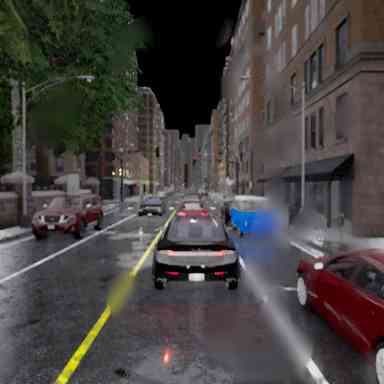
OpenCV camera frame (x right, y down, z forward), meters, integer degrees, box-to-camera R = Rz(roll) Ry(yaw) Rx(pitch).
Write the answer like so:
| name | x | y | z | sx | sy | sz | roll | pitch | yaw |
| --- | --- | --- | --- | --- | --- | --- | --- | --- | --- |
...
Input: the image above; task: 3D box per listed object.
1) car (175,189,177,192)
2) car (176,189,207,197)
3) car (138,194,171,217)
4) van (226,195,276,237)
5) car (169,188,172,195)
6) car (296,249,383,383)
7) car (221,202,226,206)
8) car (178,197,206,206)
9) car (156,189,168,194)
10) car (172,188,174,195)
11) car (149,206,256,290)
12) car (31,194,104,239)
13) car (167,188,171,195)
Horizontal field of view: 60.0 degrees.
| name | x | y | z | sx | sy | sz | roll | pitch | yaw |
| --- | --- | --- | --- | --- | --- | --- | --- | --- | --- |
| car | -5.815 | 0.134 | 86.875 | 2.008 | 1.369 | 4.403 | 0 | 1 | 0 |
| car | 0.001 | 0.899 | 27.896 | 2.097 | 1.767 | 4.553 | 0 | 1 | 2 |
| car | -3.044 | 1.186 | 26.444 | 2.033 | 1.411 | 5.357 | 0 | 1 | 0 |
| van | 2.828 | 1.083 | 15.993 | 1.690 | 1.788 | 3.998 | 0 | 1 | 0 |
| car | -5.787 | 0.387 | 70.525 | 1.887 | 1.381 | 4.507 | 0 | 1 | 0 |
| car | 2.847 | 1.469 | 4.677 | 1.887 | 1.381 | 4.507 | 0 | 1 | 0 |
| car | 2.819 | 1.216 | 21.656 | 1.947 | 1.339 | 4.313 | 0 | 1 | 0 |
| car | 0.071 | 1.220 | 18.942 | 1.812 | 1.442 | 4.674 | 0 | 1 | 0 |
| car | -5.769 | 0.547 | 59.454 | 1.752 | 1.417 | 4.829 | 0 | 1 | 0 |
| car | -5.797 | 0.299 | 75.975 | 1.887 | 1.381 | 4.507 | 0 | 1 | 0 |
| car | 0.085 | 1.352 | 8.681 | 2.128 | 1.511 | 4.902 | 0 | 1 | 0 |
| car | -5.696 | 1.058 | 15.938 | 2.192 | 1.841 | 5.009 | 0 | 1 | 0 |
| car | -5.778 | 0.481 | 65.074 | 2.008 | 1.369 | 4.403 | 0 | 1 | 0 |
